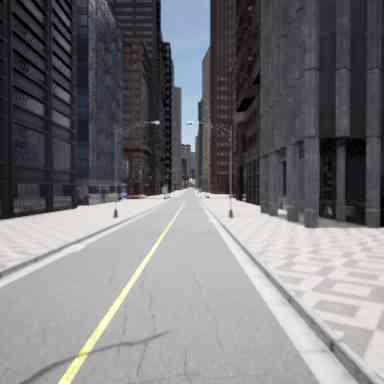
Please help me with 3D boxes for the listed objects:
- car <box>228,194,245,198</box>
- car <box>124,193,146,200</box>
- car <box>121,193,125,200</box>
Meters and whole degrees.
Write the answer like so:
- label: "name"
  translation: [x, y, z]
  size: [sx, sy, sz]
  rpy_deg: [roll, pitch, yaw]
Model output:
- label: "car"
  translation: [11.670, 1.170, 89.329]
  size: [4.313, 1.339, 1.947]
  rpy_deg: [-1, 2, 0]
- label: "car"
  translation: [-15.298, 1.477, 89.380]
  size: [4.206, 1.307, 1.802]
  rpy_deg: [-1, 1, 0]
- label: "car"
  translation: [-20.981, 1.267, 89.384]
  size: [5.009, 1.841, 2.192]
  rpy_deg: [-1, 1, 0]
